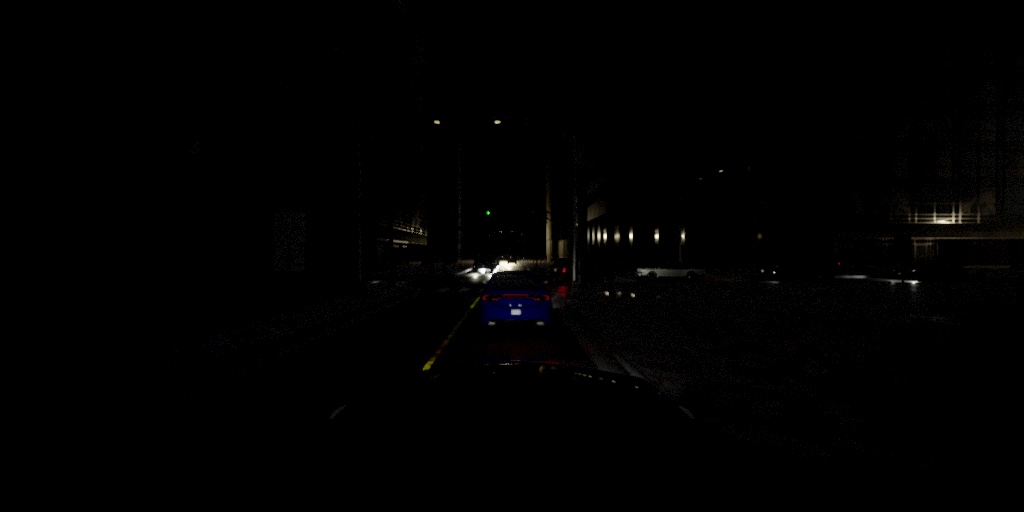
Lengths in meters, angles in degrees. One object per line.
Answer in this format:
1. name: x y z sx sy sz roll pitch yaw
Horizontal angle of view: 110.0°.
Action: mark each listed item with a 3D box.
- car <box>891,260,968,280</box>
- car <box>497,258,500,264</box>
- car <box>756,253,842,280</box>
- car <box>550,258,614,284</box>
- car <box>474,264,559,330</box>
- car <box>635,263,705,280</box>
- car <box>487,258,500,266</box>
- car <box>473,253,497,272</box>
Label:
1. car: 32.093 1.066 27.578 4.674 1.442 1.812 0 0 0
2. car: -3.100 0.999 49.995 1.895 1.301 4.718 0 0 0
3. car: 21.997 0.776 27.587 5.566 2.045 2.150 0 0 -1
4. car: 4.639 0.933 23.855 4.553 1.767 2.097 0 1 -30
5. car: 0.098 1.157 10.853 1.882 1.535 5.008 0 0 0
6. car: 12.046 1.161 27.578 4.718 1.301 1.895 0 0 3
7. car: -3.064 0.929 60.252 1.895 1.301 4.718 0 0 0
8. car: -3.106 0.688 40.103 2.150 2.045 5.566 0 0 -2
